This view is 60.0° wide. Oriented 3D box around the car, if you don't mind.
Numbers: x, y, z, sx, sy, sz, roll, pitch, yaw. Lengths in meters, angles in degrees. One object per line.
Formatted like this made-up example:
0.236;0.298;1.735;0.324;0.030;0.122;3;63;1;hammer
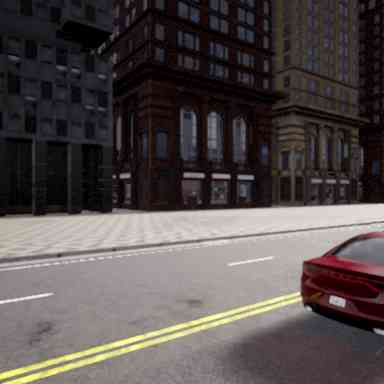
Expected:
4.203;1.500;6.441;5.008;1.535;1.882;0;0;-35;car
